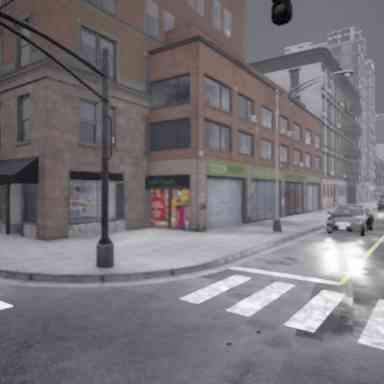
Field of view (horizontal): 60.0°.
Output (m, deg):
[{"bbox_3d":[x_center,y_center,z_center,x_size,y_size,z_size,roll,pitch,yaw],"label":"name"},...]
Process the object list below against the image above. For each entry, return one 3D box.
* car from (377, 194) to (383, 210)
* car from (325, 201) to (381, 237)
[{"bbox_3d":[22.874,1.197,38.412,2.150,2.045,5.566,0,0,35],"label":"car"},{"bbox_3d":[8.705,1.478,18.193,2.128,1.511,4.902,0,0,35],"label":"car"}]
